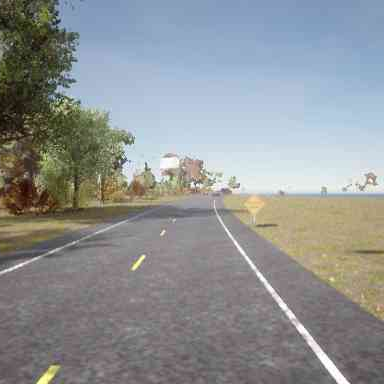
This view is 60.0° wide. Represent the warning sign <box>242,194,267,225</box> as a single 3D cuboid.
[{"bbox_3d":[3.811,1.046,20.322,1.300,1.860,1.060,-1,0,1],"label":"warning sign"}]
